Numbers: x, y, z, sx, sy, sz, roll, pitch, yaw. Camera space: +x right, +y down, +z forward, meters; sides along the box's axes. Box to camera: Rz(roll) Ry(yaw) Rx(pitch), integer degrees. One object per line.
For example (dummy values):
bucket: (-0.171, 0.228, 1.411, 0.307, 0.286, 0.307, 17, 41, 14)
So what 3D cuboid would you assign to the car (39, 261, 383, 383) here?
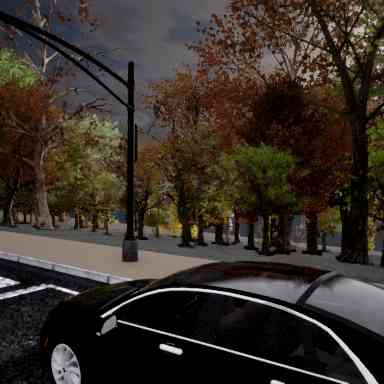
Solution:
car: (0.370, 1.504, 3.411, 4.892, 1.490, 1.837, 0, 0, 36)
